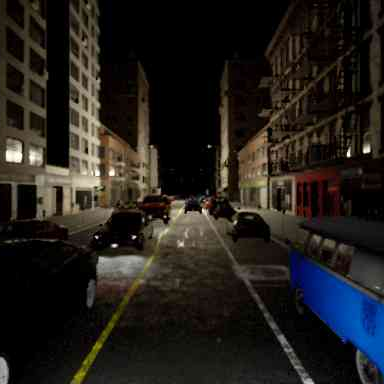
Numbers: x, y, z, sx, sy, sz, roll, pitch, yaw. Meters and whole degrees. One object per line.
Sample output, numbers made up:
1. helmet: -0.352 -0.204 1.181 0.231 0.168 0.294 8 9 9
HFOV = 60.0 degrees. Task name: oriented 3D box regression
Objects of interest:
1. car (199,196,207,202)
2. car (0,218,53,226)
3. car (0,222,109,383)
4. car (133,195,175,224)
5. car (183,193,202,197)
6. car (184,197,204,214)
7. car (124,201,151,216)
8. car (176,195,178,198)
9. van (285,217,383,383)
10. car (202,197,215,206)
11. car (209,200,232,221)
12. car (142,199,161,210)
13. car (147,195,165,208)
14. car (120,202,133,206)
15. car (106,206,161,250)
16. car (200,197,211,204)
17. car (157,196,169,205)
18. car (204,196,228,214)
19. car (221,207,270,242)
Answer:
1. car: 2.677 1.586 78.860 1.752 1.417 4.829 0 0 0
2. car: -5.383 1.557 10.510 1.887 1.381 4.507 0 0 0
3. car: -2.834 1.483 4.835 1.882 1.535 5.008 0 0 0
4. car: -2.738 1.251 25.254 2.150 2.045 5.566 0 0 0
5. car: 0.114 1.396 49.794 2.097 1.767 4.553 0 0 1
6. car: 0.116 1.562 35.970 1.812 1.442 4.674 0 0 0
7. car: -5.372 1.600 33.238 1.947 1.339 4.313 0 0 0
8. car: -5.345 1.614 84.374 2.008 1.369 4.403 0 0 0
9. van: 2.639 1.347 4.834 1.690 1.788 3.998 0 0 0
10. car: 2.665 1.599 55.965 2.008 1.369 4.403 0 0 0
11. car: 2.651 1.613 27.559 1.802 1.307 4.206 0 0 0
12. car: -5.366 1.607 44.602 1.947 1.339 4.313 0 0 0
13. car: -5.363 1.360 50.284 2.192 1.841 5.009 0 0 0
14. car: -5.375 1.556 27.387 1.752 1.417 4.829 0 0 0
15. car: -2.791 1.566 14.742 2.033 1.411 5.357 0 0 1
16. car: 2.671 1.621 67.328 1.947 1.339 4.313 0 0 0
17. car: -5.357 1.492 61.647 1.967 1.590 4.097 0 0 0
18. car: 2.654 1.350 33.240 2.192 1.841 5.009 0 0 0
19. car: 2.645 1.602 16.196 1.802 1.307 4.206 0 0 0
